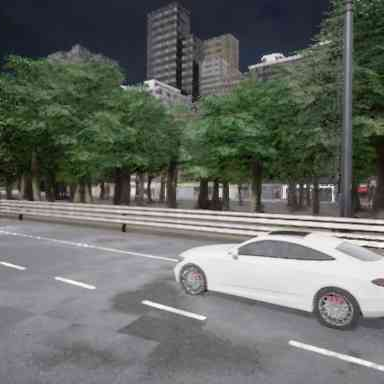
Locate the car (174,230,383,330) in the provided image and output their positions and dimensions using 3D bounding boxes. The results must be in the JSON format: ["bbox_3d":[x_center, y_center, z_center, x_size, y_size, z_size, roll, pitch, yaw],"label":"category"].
[{"bbox_3d":[1.798,1.523,6.864,4.674,1.442,1.812,1,0,35],"label":"car"}]
